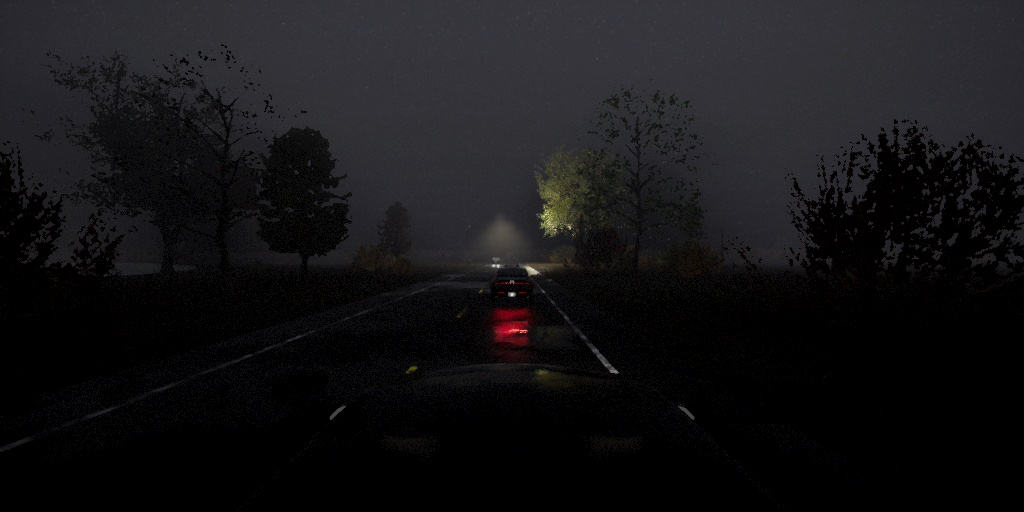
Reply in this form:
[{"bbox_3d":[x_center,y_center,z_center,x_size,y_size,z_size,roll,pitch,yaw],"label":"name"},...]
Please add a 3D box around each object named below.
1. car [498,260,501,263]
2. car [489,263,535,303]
[{"bbox_3d":[0.000,1.302,31.500,1.994,1.385,4.181,0,0,0],"label":"car"},{"bbox_3d":[0.000,1.259,16.500,1.837,1.490,4.892,0,0,0],"label":"car"}]
